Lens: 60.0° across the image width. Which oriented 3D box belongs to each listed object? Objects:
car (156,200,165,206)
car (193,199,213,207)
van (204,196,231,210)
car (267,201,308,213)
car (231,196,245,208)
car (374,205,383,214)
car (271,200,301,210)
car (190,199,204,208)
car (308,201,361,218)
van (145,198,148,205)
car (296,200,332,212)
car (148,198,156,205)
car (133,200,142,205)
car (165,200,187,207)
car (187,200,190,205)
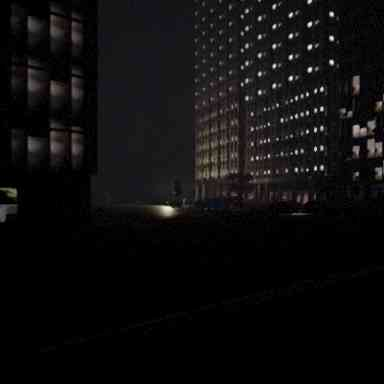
[{"bbox_3d":[-5.511,2.373,71.246,1.752,1.417,4.829,-1,-1,-25],"label":"car"},{"bbox_3d":[2.178,2.223,68.211,1.882,1.535,5.008,0,-1,-25],"label":"car"},{"bbox_3d":[3.865,1.806,50.986,1.690,1.788,3.998,-1,0,-25],"label":"van"},{"bbox_3d":[11.463,1.804,40.778,2.033,1.411,5.357,0,-1,-25],"label":"car"},{"bbox_3d":[6.962,1.764,57.977,2.150,2.045,5.566,0,-1,-24],"label":"car"},{"bbox_3d":[20.926,1.639,34.088,2.008,1.369,4.403,-1,0,-25],"label":"car"},{"bbox_3d":[13.838,1.930,49.401,1.947,1.339,4.313,-1,0,-25],"label":"car"},{"bbox_3d":[2.161,2.123,61.091,2.128,1.511,4.902,0,-1,-25],"label":"car"},{"bbox_3d":[13.321,1.646,30.567,2.008,1.369,4.403,-1,0,-25],"label":"car"},{"bbox_3d":[-10.311,2.389,81.609,1.690,1.788,3.998,-1,-1,-25],"label":"van"},{"bbox_3d":[16.200,1.837,44.297,1.947,1.339,4.313,-1,0,-25],"label":"car"},{"bbox_3d":[-7.944,2.494,76.504,1.887,1.381,4.507,-1,-1,-25],"label":"car"},{"bbox_3d":[-15.032,2.792,91.815,1.887,1.381,4.507,-1,-1,-25],"label":"car"},{"bbox_3d":[-3.218,2.303,66.296,2.008,1.369,4.403,-1,-1,-25],"label":"car"},{"bbox_3d":[-0.339,2.524,80.025,1.802,1.307,4.206,-1,0,-25],"label":"car"}]
